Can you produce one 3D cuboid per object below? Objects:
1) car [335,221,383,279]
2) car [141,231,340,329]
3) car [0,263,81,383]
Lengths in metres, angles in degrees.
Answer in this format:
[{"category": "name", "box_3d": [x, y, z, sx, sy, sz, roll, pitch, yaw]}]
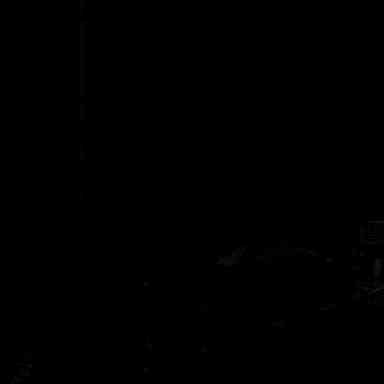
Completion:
[{"category": "car", "box_3d": [5.499, 1.565, 10.106, 4.507, 1.381, 1.887, 0, 0, -35]}, {"category": "car", "box_3d": [1.006, 1.591, 6.903, 4.206, 1.307, 1.802, 0, 0, -35]}, {"category": "car", "box_3d": [-3.488, 1.564, 3.699, 4.313, 1.339, 1.947, 0, 0, -35]}]
